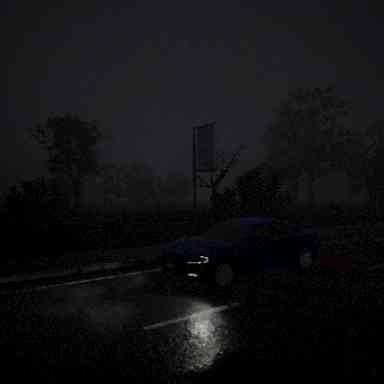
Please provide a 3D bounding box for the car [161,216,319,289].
[{"bbox_3d":[1.514,1.479,9.372,5.008,1.535,1.882,0,0,-36],"label":"car"}]
